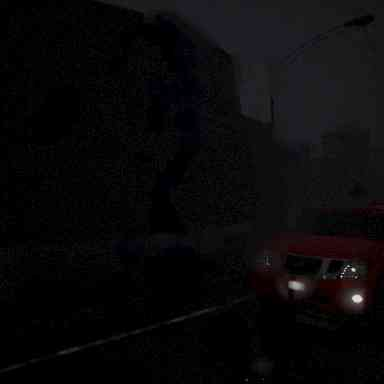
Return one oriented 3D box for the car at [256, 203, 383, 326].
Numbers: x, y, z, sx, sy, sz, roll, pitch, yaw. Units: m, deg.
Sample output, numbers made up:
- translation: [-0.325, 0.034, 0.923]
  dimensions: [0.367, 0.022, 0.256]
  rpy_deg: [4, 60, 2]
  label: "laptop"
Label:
- translation: [3.763, 1.286, 7.656]
  dimensions: [5.566, 2.045, 2.150]
  rpy_deg: [1, -2, -44]
  label: "car"
